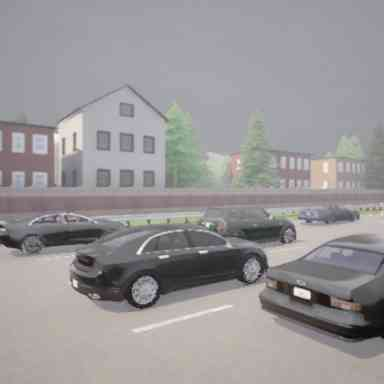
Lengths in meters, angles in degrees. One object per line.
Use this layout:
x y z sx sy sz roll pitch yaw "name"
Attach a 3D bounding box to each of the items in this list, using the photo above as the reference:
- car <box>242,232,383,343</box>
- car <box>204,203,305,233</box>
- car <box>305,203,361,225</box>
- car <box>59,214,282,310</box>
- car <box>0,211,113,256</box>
3.670 1.537 6.370 5.357 1.411 2.033 0 0 -35 "car"
2.330 1.336 14.013 4.553 1.767 2.097 0 0 -35 "car"
9.799 1.513 23.641 5.357 1.411 2.033 0 0 -35 "car"
-0.285 1.500 7.859 4.892 1.490 1.837 -1 0 -35 "car"
-4.967 1.487 13.120 4.902 1.511 2.128 0 0 -35 "car"
